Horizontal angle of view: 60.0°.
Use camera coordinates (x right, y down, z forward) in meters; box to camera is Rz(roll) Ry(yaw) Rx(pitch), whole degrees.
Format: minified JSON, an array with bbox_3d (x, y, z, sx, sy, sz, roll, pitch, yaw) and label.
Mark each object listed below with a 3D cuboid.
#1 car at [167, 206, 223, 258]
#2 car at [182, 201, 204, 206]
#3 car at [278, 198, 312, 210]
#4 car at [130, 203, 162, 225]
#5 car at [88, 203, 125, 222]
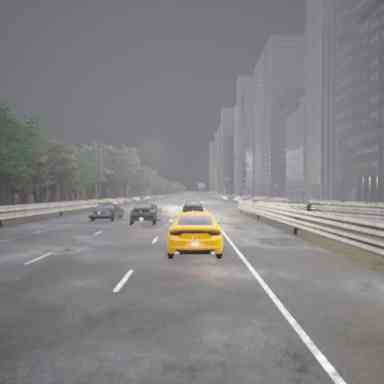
[{"bbox_3d":[0.103,1.509,13.008,1.882,1.535,5.008,0,0,0],"label":"car"},{"bbox_3d":[0.107,1.560,31.439,1.882,1.535,5.008,0,0,0],"label":"car"},{"bbox_3d":[11.688,1.513,38.036,2.097,1.767,4.553,0,0,-15],"label":"car"},{"bbox_3d":[-3.393,1.567,24.714,1.837,1.490,4.892,0,0,0],"label":"car"},{"bbox_3d":[-6.891,1.618,27.232,2.033,1.411,5.357,0,0,0],"label":"car"}]
